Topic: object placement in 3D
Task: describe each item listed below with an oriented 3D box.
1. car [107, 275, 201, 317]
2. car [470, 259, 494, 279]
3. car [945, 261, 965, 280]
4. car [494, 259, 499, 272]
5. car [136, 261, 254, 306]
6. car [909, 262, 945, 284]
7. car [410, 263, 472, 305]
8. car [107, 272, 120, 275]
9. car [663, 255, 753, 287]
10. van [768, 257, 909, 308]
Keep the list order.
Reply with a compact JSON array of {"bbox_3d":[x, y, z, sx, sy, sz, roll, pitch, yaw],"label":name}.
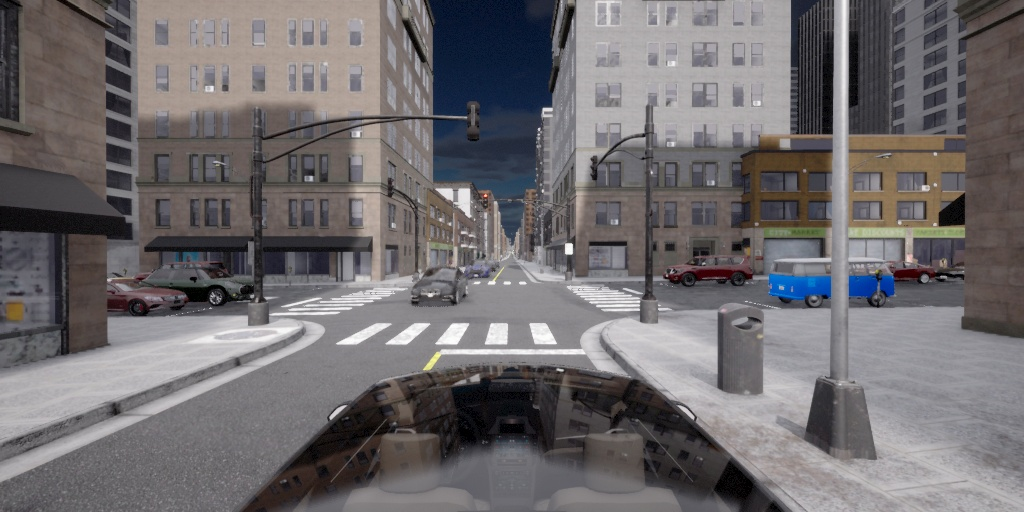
[{"bbox_3d":[-14.811,1.528,13.625,4.207,1.307,1.802,0,0,0],"label":"car"},{"bbox_3d":[-3.078,1.107,33.108,2.097,1.767,4.553,0,0,0],"label":"car"},{"bbox_3d":[28.935,0.916,22.234,4.313,1.339,1.948,0,0,0],"label":"car"},{"bbox_3d":[-3.067,1.275,46.777,1.837,1.490,4.892,0,-1,0],"label":"car"},{"bbox_3d":[-14.001,1.269,16.267,4.553,1.767,2.097,-1,0,0],"label":"car"},{"bbox_3d":[23.326,0.965,22.223,4.507,1.381,1.888,0,0,0],"label":"car"},{"bbox_3d":[-3.091,1.253,15.979,1.837,1.490,4.892,0,0,0],"label":"car"},{"bbox_3d":[-26.007,1.552,22.129,4.829,1.417,1.751,0,0,0],"label":"car"},{"bbox_3d":[12.108,0.872,22.201,5.009,1.841,2.192,0,0,0],"label":"car"},{"bbox_3d":[12.125,0.957,13.676,3.998,1.789,1.690,0,0,0],"label":"van"}]
